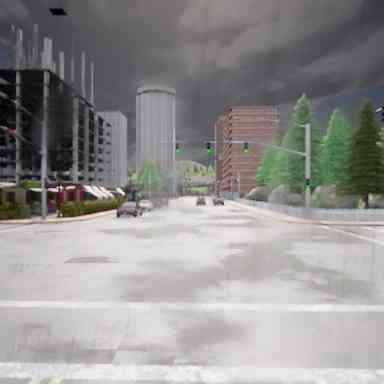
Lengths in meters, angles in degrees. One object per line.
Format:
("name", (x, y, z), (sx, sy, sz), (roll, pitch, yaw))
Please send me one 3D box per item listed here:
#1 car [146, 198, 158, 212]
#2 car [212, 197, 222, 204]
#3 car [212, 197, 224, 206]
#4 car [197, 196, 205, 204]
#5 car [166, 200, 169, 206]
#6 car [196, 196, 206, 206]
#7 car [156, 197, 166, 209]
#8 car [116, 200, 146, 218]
("car", (-5.902, 1.773, 42.351), (1.812, 1.442, 4.674), (0, 0, 1))
("car", (5.504, 1.854, 74.192), (1.895, 1.301, 4.718), (0, 0, 1))
("car", (5.279, 1.906, 65.296), (1.812, 1.442, 4.674), (0, 0, 1))
("car", (2.004, 1.759, 74.251), (1.837, 1.490, 4.892), (0, 0, 1))
("car", (-5.393, 1.921, 61.278), (1.994, 1.385, 4.181), (0, 0, 2))
("car", (1.772, 1.980, 65.065), (1.895, 1.301, 4.718), (0, 0, 1))
("car", (-5.668, 1.652, 51.357), (2.097, 1.767, 4.553), (0, 0, 2))
("car", (-6.150, 1.720, 33.261), (1.812, 1.442, 4.674), (0, 0, 2))
